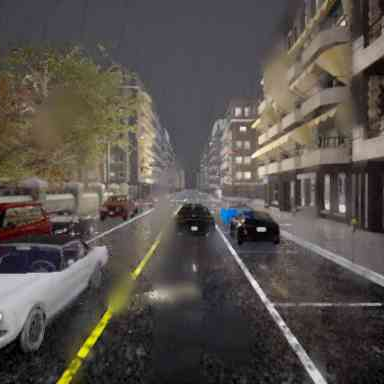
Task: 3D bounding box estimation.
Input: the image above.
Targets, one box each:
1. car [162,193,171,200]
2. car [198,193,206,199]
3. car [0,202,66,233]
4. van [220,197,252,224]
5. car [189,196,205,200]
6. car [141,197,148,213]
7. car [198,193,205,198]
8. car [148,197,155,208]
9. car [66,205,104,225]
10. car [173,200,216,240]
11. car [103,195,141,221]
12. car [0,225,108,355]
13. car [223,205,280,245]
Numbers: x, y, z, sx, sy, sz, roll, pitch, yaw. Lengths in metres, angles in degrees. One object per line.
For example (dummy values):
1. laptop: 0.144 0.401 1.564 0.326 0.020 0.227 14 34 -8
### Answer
1. car: -5.700 1.010 75.016 1.967 1.590 4.097 0 0 0
2. car: 2.680 1.057 86.289 2.008 1.369 4.403 0 0 0
3. car: -5.696 1.259 9.394 2.192 1.841 5.009 0 0 0
4. van: 2.684 1.220 20.466 1.690 1.788 3.998 0 0 0
5. car: 0.097 1.399 34.420 1.895 1.301 4.718 0 0 0
6. car: -5.695 1.381 31.536 1.947 1.339 4.313 0 0 0
7. car: 2.680 1.020 91.926 1.887 1.381 4.507 0 0 0
8. car: -5.696 1.334 42.606 1.802 1.307 4.206 0 0 0
9. car: -5.694 1.462 14.930 2.008 1.369 4.403 0 0 0
10. car: 0.101 1.379 16.495 1.882 1.535 5.008 0 0 0
11. car: -5.697 1.162 25.999 2.192 1.841 5.009 0 0 0
12. car: -3.045 1.564 6.134 1.895 1.301 4.718 0 0 0
13. car: 2.686 1.477 14.931 1.947 1.339 4.313 0 0 0
